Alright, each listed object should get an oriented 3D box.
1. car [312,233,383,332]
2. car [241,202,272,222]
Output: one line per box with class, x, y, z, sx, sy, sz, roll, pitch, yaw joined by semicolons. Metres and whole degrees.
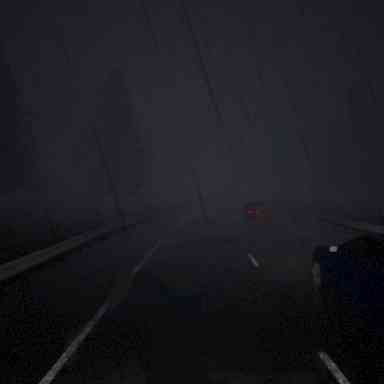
car;3.703;1.450;5.868;1.882;1.535;5.008;0;1;1
car;4.802;1.426;25.031;2.033;1.411;5.357;0;0;5
